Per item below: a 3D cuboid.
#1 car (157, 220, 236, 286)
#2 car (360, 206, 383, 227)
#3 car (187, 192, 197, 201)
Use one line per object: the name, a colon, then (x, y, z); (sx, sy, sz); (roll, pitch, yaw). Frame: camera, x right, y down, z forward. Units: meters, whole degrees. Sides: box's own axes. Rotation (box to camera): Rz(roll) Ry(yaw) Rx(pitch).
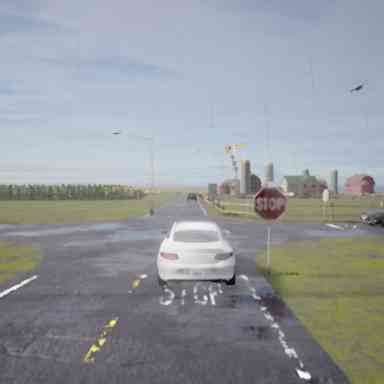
car: (0.101, 1.503, 9.196); (1.812, 1.442, 4.674); (0, 0, 0)
car: (13.255, 1.427, 21.103); (4.892, 1.490, 1.837); (0, 1, -3)
car: (-0.008, 1.055, 75.418); (2.150, 2.045, 5.566); (0, 0, 0)
